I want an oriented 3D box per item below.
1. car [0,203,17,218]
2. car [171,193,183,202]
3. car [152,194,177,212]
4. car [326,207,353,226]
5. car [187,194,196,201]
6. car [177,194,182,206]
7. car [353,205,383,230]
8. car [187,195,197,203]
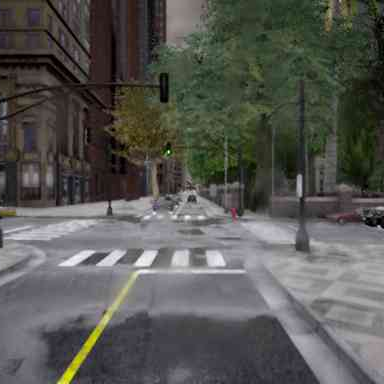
[{"bbox_3d":[-15.360,1.218,24.062,4.829,1.417,1.752,1,-1,0],"label":"car"},{"bbox_3d":[-3.017,1.156,67.175,2.097,1.767,4.553,0,0,0],"label":"car"},{"bbox_3d":[-3.098,1.217,36.635,2.097,1.767,4.553,0,0,0],"label":"car"},{"bbox_3d":[11.895,1.723,23.966,4.206,1.307,1.802,1,-1,0],"label":"car"},{"bbox_3d":[-0.019,1.248,75.473,1.994,1.385,4.181,0,0,0],"label":"car"},{"bbox_3d":[-3.077,1.322,52.242,2.128,1.511,4.902,0,0,0],"label":"car"},{"bbox_3d":[13.776,1.391,21.285,5.566,2.045,2.150,1,0,0],"label":"car"},{"bbox_3d":[-0.017,1.317,65.438,1.837,1.490,4.892,0,0,0],"label":"car"}]
